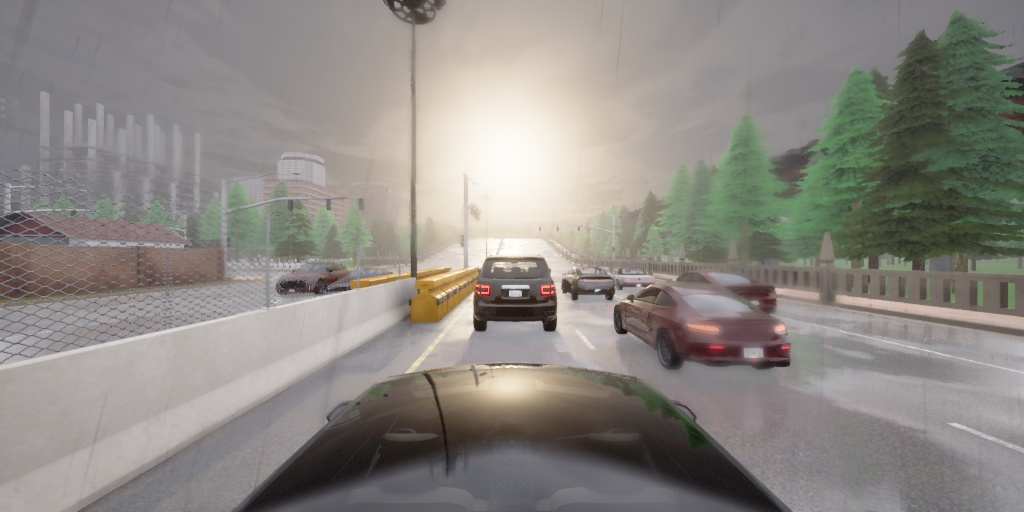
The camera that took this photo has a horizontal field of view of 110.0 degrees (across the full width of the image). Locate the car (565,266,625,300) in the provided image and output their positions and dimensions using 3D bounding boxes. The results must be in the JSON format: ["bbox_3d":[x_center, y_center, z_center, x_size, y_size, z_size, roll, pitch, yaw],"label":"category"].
[{"bbox_3d":[3.573,1.242,17.453,2.128,1.511,4.902,0,0,0],"label":"car"}]

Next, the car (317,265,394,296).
[{"bbox_3d":[-7.096,1.298,17.802,2.033,1.411,5.357,0,0,0],"label":"car"}]

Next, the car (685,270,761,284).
[{"bbox_3d":[7.079,1.228,12.933,1.882,1.535,5.008,0,0,0],"label":"car"}]

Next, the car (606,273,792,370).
[{"bbox_3d":[3.592,1.276,7.632,1.812,1.442,4.674,0,0,0],"label":"car"}]

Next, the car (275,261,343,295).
[{"bbox_3d":[-10.588,1.101,19.494,2.097,1.767,4.553,0,0,0],"label":"car"}]

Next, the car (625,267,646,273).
[{"bbox_3d":[7.063,1.351,22.203,1.895,1.301,4.718,0,0,0],"label":"car"}]

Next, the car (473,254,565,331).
[{"bbox_3d":[0.081,0.971,11.072,2.150,2.045,5.566,0,0,0],"label":"car"}]
